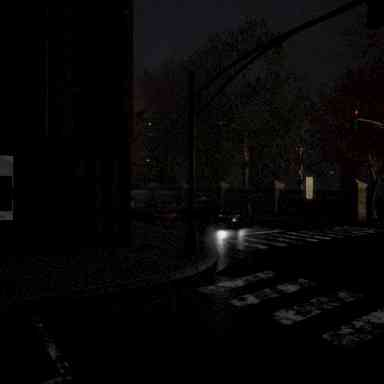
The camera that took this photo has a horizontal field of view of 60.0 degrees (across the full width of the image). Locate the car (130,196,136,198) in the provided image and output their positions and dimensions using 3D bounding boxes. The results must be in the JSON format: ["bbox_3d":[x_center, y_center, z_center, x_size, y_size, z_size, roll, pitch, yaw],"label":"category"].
[{"bbox_3d":[-5.837,1.158,25.482,1.802,1.307,4.206,2,0,-36],"label":"car"}]

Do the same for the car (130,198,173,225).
[{"bbox_3d":[-2.580,1.257,21.006,1.802,1.307,4.206,2,0,-36],"label":"car"}]

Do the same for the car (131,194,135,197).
[{"bbox_3d":[-7.009,1.012,31.491,1.812,1.442,4.674,0,1,-36],"label":"car"}]

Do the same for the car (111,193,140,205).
[{"bbox_3d":[-8.830,0.863,43.840,2.008,1.369,4.403,1,0,-36],"label":"car"}]

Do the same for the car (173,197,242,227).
[{"bbox_3d":[1.000,1.255,20.470,1.812,1.442,4.674,0,1,-36],"label":"car"}]

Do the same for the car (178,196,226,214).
[{"bbox_3d":[0.843,1.129,30.546,1.752,1.417,4.829,1,0,-36],"label":"car"}]
